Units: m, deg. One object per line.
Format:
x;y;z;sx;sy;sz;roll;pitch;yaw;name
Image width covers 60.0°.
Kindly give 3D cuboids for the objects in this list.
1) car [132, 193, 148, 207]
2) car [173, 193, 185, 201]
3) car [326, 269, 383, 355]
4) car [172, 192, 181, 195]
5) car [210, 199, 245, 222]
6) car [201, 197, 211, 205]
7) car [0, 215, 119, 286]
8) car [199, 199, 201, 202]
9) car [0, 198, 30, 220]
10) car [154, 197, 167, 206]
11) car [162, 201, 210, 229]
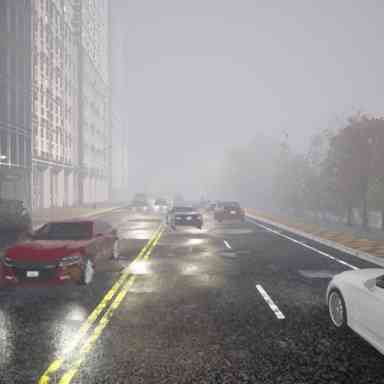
-8.155;1.192;52.668;2.150;2.045;5.566;0;0;-3;car
-2.477;1.514;68.063;1.994;1.385;4.181;0;0;-4;car
3.240;1.525;3.862;1.812;1.442;4.674;0;0;0;car
-3.518;1.101;80.442;2.150;2.045;5.566;0;0;-5;car
2.861;1.494;26.001;2.163;1.488;4.792;0;0;-2;car
2.480;1.531;37.022;2.033;1.411;5.357;0;0;-2;car
-3.426;1.476;9.588;1.882;1.535;5.008;0;0;-1;car
1.969;1.466;48.066;2.128;1.511;4.902;0;0;-3;car
-6.672;1.220;9.612;2.150;2.045;5.566;0;0;-1;car
-4.880;1.535;52.245;1.994;1.385;4.181;0;0;-3;car
-0.555;1.541;21.418;2.033;1.411;5.357;0;0;-9;car
